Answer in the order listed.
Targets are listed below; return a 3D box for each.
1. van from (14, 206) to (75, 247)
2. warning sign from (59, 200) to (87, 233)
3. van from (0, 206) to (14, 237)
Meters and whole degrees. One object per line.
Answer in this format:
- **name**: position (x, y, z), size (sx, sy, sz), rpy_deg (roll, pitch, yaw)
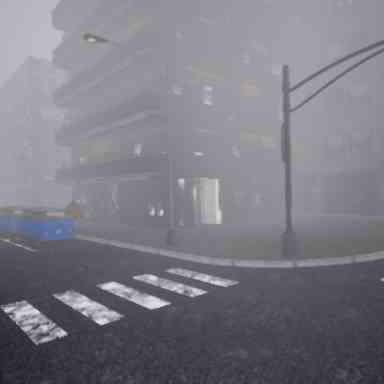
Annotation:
- **van**: position (-7.419, 1.661, 16.832), size (1.690, 1.788, 3.998), rpy_deg (-3, 0, -41)
- **warning sign**: position (-7.224, 1.446, 20.250), size (1.300, 1.860, 1.060), rpy_deg (-1, 0, -41)
- **van**: position (-11.106, 1.801, 21.048), size (1.690, 1.788, 3.998), rpy_deg (-3, 0, -41)
